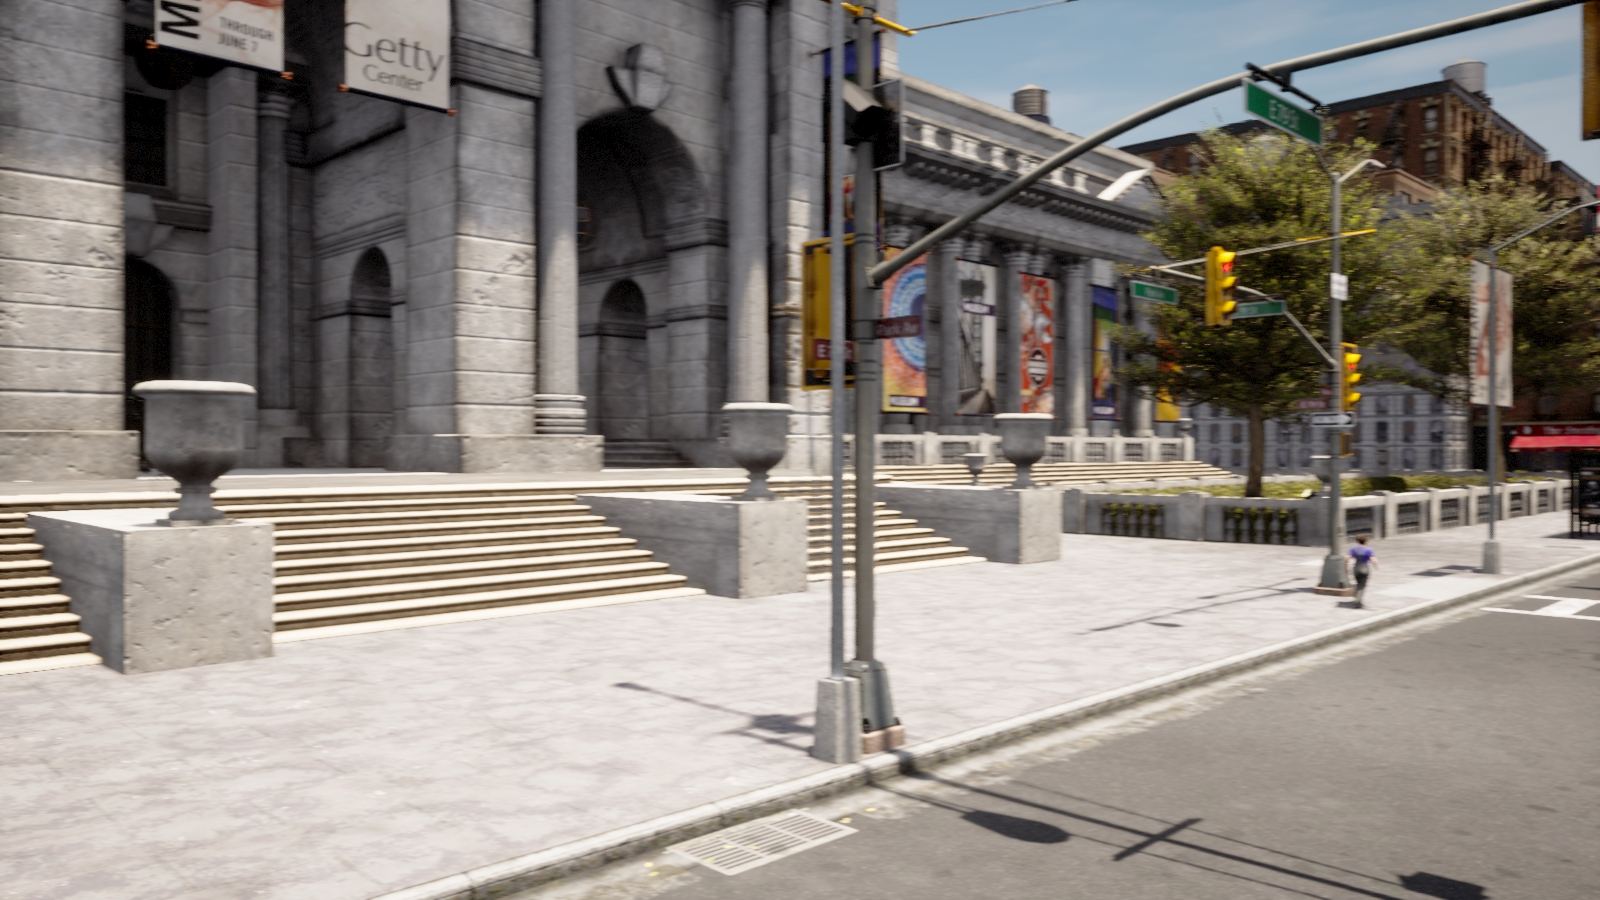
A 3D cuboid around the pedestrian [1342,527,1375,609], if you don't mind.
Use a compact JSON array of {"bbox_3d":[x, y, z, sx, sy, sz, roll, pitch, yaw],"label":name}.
[{"bbox_3d":[9.284,1.949,18.988,0.375,1.300,0.375,0,0,-41],"label":"pedestrian"}]
